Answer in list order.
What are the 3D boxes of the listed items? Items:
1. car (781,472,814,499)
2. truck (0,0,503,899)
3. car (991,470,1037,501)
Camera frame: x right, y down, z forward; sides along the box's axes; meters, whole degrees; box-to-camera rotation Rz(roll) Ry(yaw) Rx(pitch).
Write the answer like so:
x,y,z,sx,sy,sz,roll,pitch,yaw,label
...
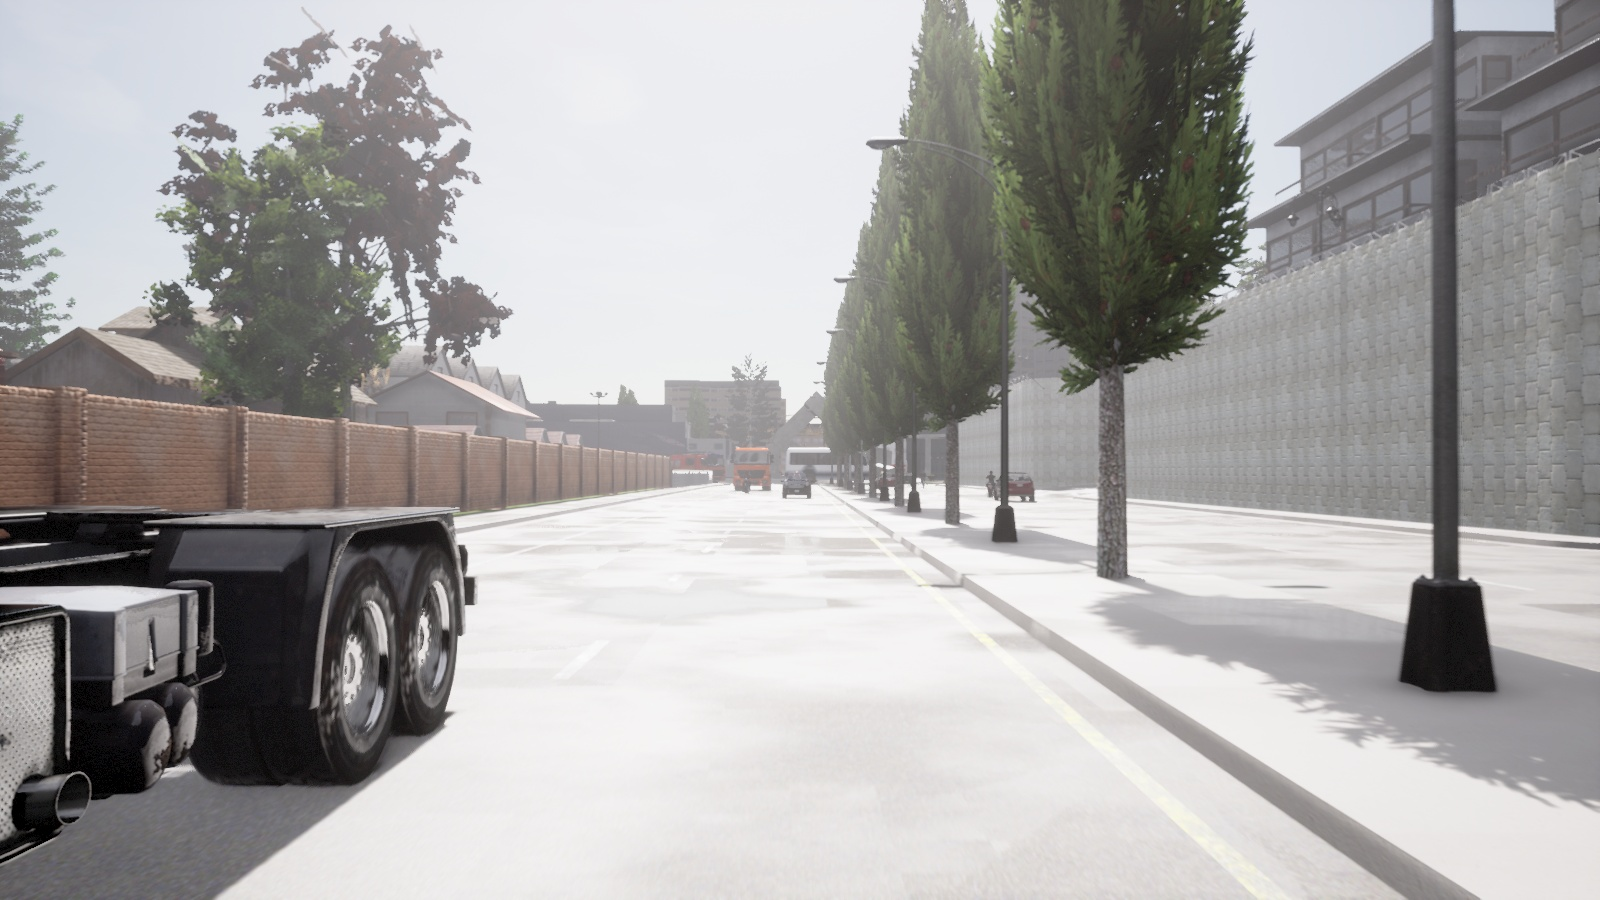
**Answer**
x,y,z,sx,sy,sz,roll,pitch,yaw,label
-0.166,2.032,71.820,1.845,1.501,3.633,0,-1,0,car
-3.514,-0.073,4.791,2.891,3.462,7.936,0,-1,0,truck
11.346,1.864,66.674,1.789,1.549,3.705,0,-1,0,car
